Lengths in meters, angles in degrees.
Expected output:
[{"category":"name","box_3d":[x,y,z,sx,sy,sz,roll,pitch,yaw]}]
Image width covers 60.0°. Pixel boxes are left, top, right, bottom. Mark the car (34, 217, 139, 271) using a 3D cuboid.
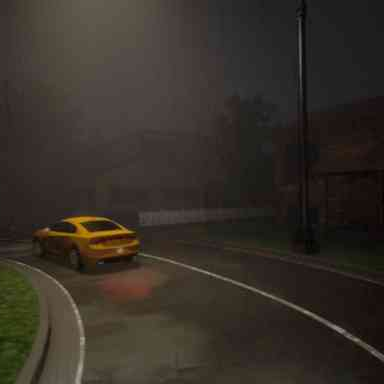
[{"category":"car","box_3d":[-3.869,1.616,11.683,1.882,1.535,5.008,0,0,-44]}]
